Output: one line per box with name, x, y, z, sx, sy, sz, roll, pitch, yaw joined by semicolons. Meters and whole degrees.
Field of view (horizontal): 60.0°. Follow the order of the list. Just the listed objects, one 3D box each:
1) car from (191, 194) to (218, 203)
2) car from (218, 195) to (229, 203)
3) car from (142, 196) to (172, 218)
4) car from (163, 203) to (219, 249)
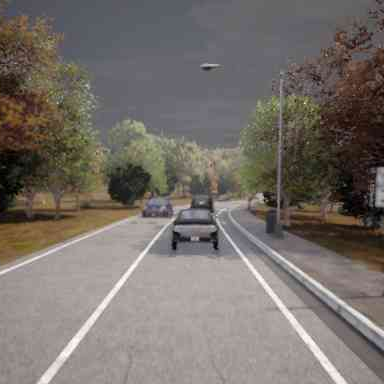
car;1.186;1.176;33.965;2.150;2.045;5.566;1;0;7
car;6.470;1.405;69.097;1.837;1.490;4.892;2;0;20
car;-2.955;1.285;29.290;2.097;1.767;4.553;0;0;5
car;0.124;1.464;14.387;2.128;1.511;4.902;0;0;0
